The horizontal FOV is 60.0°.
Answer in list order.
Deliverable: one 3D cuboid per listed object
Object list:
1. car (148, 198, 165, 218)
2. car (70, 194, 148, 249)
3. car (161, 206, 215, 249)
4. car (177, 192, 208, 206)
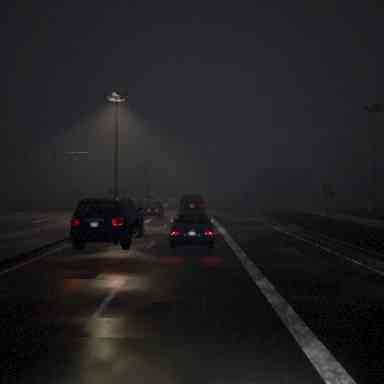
[{"bbox_3d":[-3.500,1.561,29.569,2.033,1.411,5.357,0,0,0],"label":"car"},{"bbox_3d":[-3.500,1.256,14.599,2.150,2.045,5.566,0,0,0],"label":"car"},{"bbox_3d":[0.000,1.561,14.569,2.033,1.411,5.357,0,0,0],"label":"car"},{"bbox_3d":[0.000,1.256,29.599,2.150,2.045,5.566,0,0,0],"label":"car"}]
